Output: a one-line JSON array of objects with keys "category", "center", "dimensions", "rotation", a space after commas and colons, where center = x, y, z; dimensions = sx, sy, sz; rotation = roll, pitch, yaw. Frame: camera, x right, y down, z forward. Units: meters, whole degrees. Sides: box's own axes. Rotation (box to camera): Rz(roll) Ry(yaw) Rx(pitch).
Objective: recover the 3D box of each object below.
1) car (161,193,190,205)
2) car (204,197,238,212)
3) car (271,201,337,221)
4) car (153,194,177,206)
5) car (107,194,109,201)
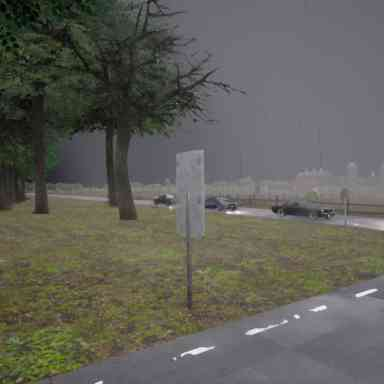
[{"category": "car", "center": [-2.367, 0.925, 45.569], "dimensions": [1.994, 1.385, 4.181], "rotation": [-1, 1, -36]}, {"category": "car", "center": [2.708, 1.157, 33.518], "dimensions": [1.994, 1.385, 4.181], "rotation": [-1, 1, -35]}, {"category": "car", "center": [8.484, 1.354, 25.502], "dimensions": [1.895, 1.301, 4.718], "rotation": [-1, 2, -36]}, {"category": "car", "center": [-3.156, 0.970, 41.650], "dimensions": [1.812, 1.442, 4.674], "rotation": [-1, 2, -36]}, {"category": "car", "center": [-12.259, 0.722, 54.395], "dimensions": [1.882, 1.535, 5.008], "rotation": [-1, 1, -36]}]
